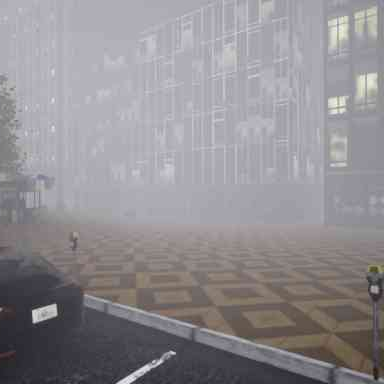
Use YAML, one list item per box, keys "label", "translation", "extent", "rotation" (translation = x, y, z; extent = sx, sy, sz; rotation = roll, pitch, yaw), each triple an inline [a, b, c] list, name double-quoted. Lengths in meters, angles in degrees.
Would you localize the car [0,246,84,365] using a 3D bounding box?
- label: "car"
  translation: [-3.549, 1.566, 5.405]
  extent: [4.313, 1.339, 1.947]
  rotation: [0, 0, 35]
